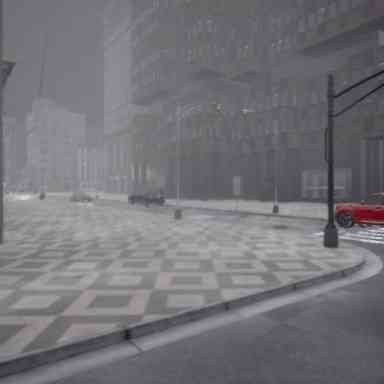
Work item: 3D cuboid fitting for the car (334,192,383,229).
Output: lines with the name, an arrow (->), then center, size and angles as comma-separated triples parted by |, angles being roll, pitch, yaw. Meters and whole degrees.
car -> 9.855, 0.997, 16.510 | 2.150, 2.045, 5.566 | 0, 2, -36

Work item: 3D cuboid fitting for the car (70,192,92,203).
car -> -15.665, 0.725, 46.703 | 2.033, 1.411, 5.357 | 0, 1, -35

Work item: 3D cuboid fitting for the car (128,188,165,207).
car -> -5.107, 0.573, 37.239 | 2.150, 2.045, 5.566 | 0, 1, -36
